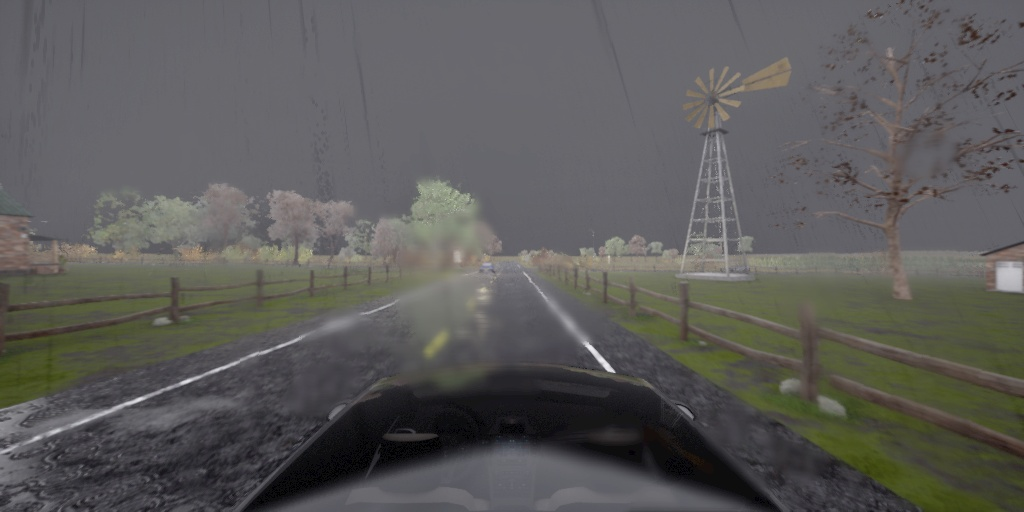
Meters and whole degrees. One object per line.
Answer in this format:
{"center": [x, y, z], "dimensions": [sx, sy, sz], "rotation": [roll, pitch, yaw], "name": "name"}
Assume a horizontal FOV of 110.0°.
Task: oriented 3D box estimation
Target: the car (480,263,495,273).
{"center": [-3.525, 1.665, 51.545], "dimensions": [1.812, 1.442, 4.674], "rotation": [0, -1, 1], "name": "car"}
